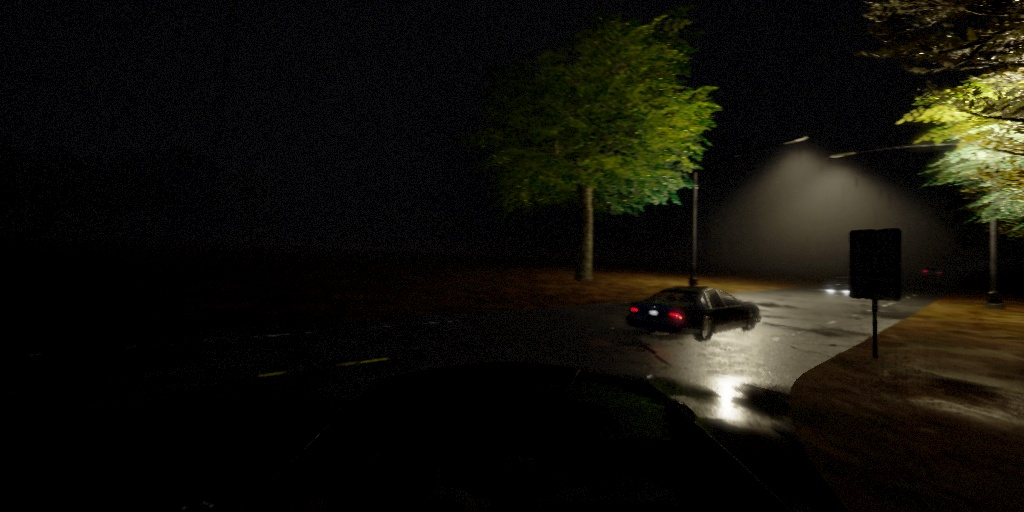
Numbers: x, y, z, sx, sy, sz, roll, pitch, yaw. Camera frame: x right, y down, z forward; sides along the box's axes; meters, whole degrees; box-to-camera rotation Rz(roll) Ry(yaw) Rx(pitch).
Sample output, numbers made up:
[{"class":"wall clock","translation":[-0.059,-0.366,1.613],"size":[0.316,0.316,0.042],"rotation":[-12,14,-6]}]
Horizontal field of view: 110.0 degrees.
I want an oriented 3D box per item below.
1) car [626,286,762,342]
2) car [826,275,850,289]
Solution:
[{"class":"car","translation":[5.793,1.664,11.163],"size":[5.357,1.411,2.033],"rotation":[2,-1,-37]},{"class":"car","translation":[34.097,2.702,36.919],"size":[4.181,1.385,1.994],"rotation":[1,-1,-37]}]
